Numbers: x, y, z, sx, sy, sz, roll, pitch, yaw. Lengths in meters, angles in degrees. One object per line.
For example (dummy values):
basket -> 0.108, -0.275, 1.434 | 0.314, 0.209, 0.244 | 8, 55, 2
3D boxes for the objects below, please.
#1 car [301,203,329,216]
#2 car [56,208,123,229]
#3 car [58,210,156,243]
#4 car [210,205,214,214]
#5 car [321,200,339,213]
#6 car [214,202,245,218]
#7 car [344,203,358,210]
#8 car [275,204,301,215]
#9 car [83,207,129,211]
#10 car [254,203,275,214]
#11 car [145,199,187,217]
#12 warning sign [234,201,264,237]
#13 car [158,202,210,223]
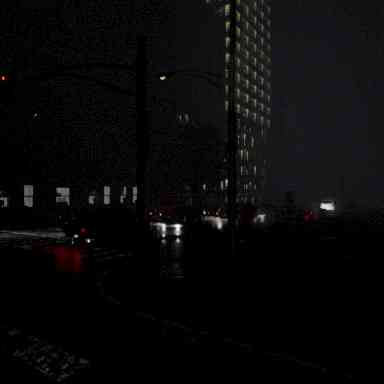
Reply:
car -> 16.535, 2.453, 44.487 | 1.895, 1.301, 4.718 | 0, -1, 33
car -> -7.652, 1.917, 25.239 | 1.895, 1.301, 4.718 | 0, -1, 33
car -> -4.324, 1.845, 17.743 | 1.895, 1.301, 4.718 | 0, -1, 34
car -> 3.169, 2.274, 42.004 | 1.895, 1.301, 4.718 | 0, -1, 33
car -> 21.950, 2.252, 52.973 | 2.150, 2.045, 5.566 | 0, -1, 33
car -> 4.824, 1.994, 38.579 | 2.097, 1.767, 4.553 | 0, -1, 33
car -> 31.513, 2.834, 65.705 | 1.812, 1.442, 4.674 | 0, -1, 33
car -> 13.668, 2.391, 46.042 | 2.033, 1.411, 5.357 | 0, -1, 33
car -> -5.635, 1.802, 22.374 | 1.837, 1.490, 4.892 | 0, -1, 33
car -> 10.350, 2.315, 47.086 | 2.128, 1.511, 4.902 | 0, -1, 33
car -> -2.357, 1.712, 33.451 | 2.150, 2.045, 5.566 | 0, -1, 33
warning sign -> 3.156, 1.453, 18.533 | 1.300, 1.860, 1.060 | 1, 1, 33
car -> -0.580, 1.969, 30.210 | 1.837, 1.490, 4.892 | 0, -1, 33
